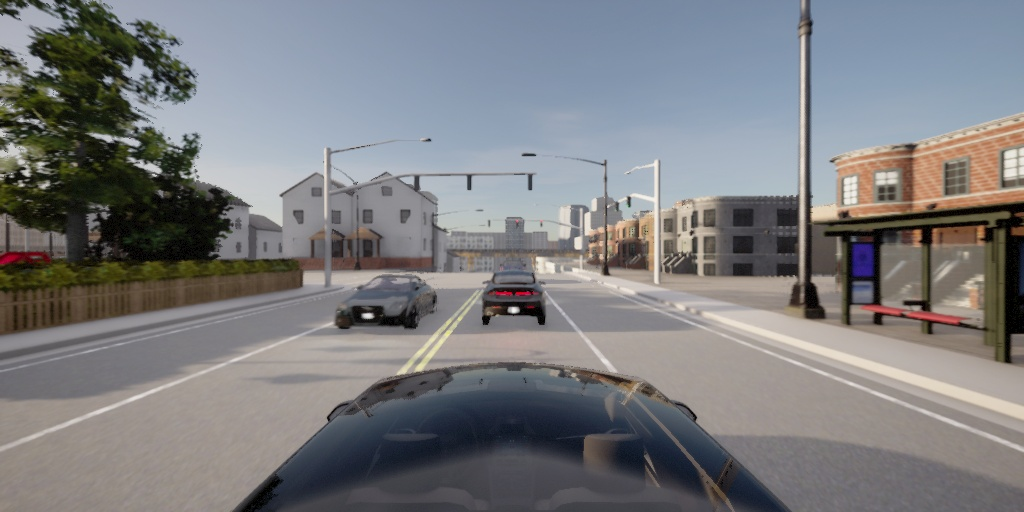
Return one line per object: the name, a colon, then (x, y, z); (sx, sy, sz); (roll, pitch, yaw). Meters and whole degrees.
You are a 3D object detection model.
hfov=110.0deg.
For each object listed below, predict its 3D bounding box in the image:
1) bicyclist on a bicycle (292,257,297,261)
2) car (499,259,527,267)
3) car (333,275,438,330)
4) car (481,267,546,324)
bicyclist on a bicycle: (-25.255, 0.909, 41.508); (0.582, 1.620, 1.656); (0, 0, 0)
car: (0.073, 1.008, 27.819); (2.097, 1.767, 4.553); (0, 0, 0)
car: (-3.570, 1.281, 10.874); (1.994, 1.385, 4.181); (0, 0, 0)
car: (0.064, 1.214, 11.789); (1.837, 1.490, 4.892); (0, -1, 0)
